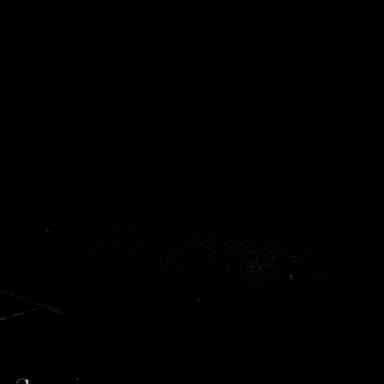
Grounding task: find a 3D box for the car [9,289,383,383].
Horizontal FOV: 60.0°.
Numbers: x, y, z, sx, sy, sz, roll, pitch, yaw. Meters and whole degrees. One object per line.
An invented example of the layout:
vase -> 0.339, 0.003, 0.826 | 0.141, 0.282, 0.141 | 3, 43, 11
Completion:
car -> 0.226, 1.567, 2.800 | 4.313, 1.339, 1.947 | 0, 0, 35
